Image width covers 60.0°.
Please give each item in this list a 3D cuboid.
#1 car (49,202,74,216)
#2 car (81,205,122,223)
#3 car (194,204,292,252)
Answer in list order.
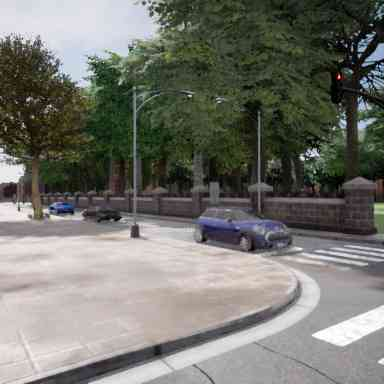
[{"bbox_3d":[-15.198,1.887,38.751,1.882,1.535,5.008,0,0,-35],"label":"car"},{"bbox_3d":[-7.835,1.811,28.395,2.033,1.411,5.357,0,-1,-36],"label":"car"},{"bbox_3d":[2.078,1.448,14.519,2.097,1.767,4.553,0,0,-36],"label":"car"}]
